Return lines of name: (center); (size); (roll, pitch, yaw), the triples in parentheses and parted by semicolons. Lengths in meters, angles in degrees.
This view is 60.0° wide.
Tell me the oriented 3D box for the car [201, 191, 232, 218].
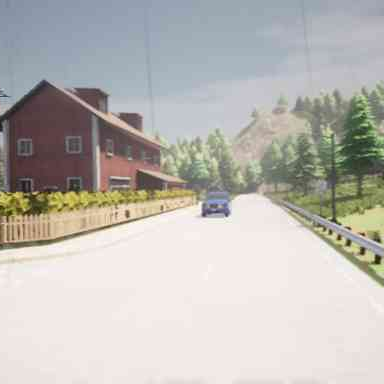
car: (2.167, 0.986, 28.001); (2.150, 2.045, 5.566); (-1, 0, 11)
